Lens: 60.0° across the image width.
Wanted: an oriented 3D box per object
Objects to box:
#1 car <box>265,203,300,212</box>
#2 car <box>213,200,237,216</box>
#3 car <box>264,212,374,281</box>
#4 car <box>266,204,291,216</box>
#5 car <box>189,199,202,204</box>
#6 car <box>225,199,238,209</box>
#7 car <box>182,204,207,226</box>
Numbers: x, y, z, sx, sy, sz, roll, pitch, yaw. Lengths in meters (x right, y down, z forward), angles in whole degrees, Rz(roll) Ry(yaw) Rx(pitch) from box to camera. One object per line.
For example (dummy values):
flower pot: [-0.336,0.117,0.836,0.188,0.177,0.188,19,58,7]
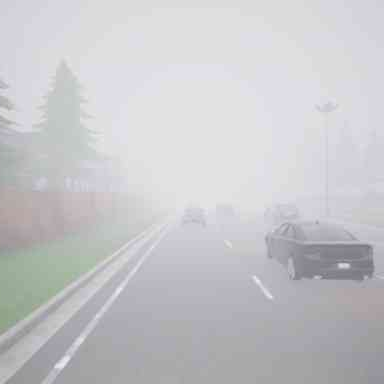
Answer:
car: [7.203,1.721,26.723,2.097,1.767,4.553,0,-1,1]
car: [3.760,2.017,39.166,1.882,1.535,5.008,0,-1,0]
car: [3.597,1.621,10.340,1.882,1.535,5.008,0,-1,0]
car: [10.766,2.177,41.845,1.895,1.301,4.718,0,-1,0]
car: [0.265,2.333,57.159,2.033,1.411,5.357,0,-1,0]
car: [7.267,2.441,61.113,1.895,1.301,4.718,0,-1,0]
car: [0.189,1.916,26.754,2.033,1.411,5.357,0,-1,1]
